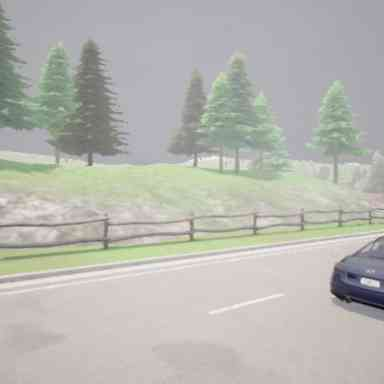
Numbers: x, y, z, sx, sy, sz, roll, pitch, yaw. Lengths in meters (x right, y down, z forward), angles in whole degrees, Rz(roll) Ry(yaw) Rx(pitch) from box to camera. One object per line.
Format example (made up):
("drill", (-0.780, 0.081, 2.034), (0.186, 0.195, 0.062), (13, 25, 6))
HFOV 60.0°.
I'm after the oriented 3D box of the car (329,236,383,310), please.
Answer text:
("car", (4.882, 1.633, 7.229), (4.181, 1.385, 1.994), (1, 0, -36))
